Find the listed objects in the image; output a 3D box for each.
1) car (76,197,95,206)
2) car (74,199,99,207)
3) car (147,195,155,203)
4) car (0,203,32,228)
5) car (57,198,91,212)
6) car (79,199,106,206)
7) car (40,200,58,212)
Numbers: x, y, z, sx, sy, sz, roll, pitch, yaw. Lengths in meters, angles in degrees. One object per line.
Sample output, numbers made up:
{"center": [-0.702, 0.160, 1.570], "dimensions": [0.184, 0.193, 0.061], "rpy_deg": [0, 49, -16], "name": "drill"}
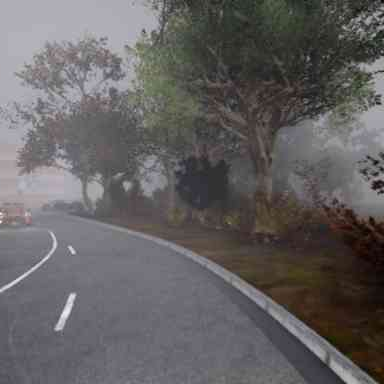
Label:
{"center": [-22.245, 1.967, 66.013], "dimensions": [5.566, 2.045, 2.435], "rpy_deg": [-1, 0, 8], "name": "car"}
{"center": [-21.812, 2.275, 68.803], "dimensions": [4.674, 1.452, 2.002], "rpy_deg": [-1, 0, 8], "name": "car"}
{"center": [-9.366, 1.868, 67.216], "dimensions": [5.566, 2.045, 2.435], "rpy_deg": [-1, 0, 8], "name": "car"}
{"center": [-13.036, 1.591, 24.412], "dimensions": [2.097, 1.767, 4.553], "rpy_deg": [0, -1, -29], "name": "car"}
{"center": [-16.978, 2.041, 48.131], "dimensions": [1.837, 1.490, 4.892], "rpy_deg": [-1, -2, 8], "name": "car"}
{"center": [-21.409, 2.252, 71.602], "dimensions": [5.008, 1.535, 2.097], "rpy_deg": [-1, 0, 8], "name": "car"}
{"center": [-20.220, 1.923, 48.754], "dimensions": [2.097, 1.767, 4.553], "rpy_deg": [-1, 0, 7], "name": "car"}
